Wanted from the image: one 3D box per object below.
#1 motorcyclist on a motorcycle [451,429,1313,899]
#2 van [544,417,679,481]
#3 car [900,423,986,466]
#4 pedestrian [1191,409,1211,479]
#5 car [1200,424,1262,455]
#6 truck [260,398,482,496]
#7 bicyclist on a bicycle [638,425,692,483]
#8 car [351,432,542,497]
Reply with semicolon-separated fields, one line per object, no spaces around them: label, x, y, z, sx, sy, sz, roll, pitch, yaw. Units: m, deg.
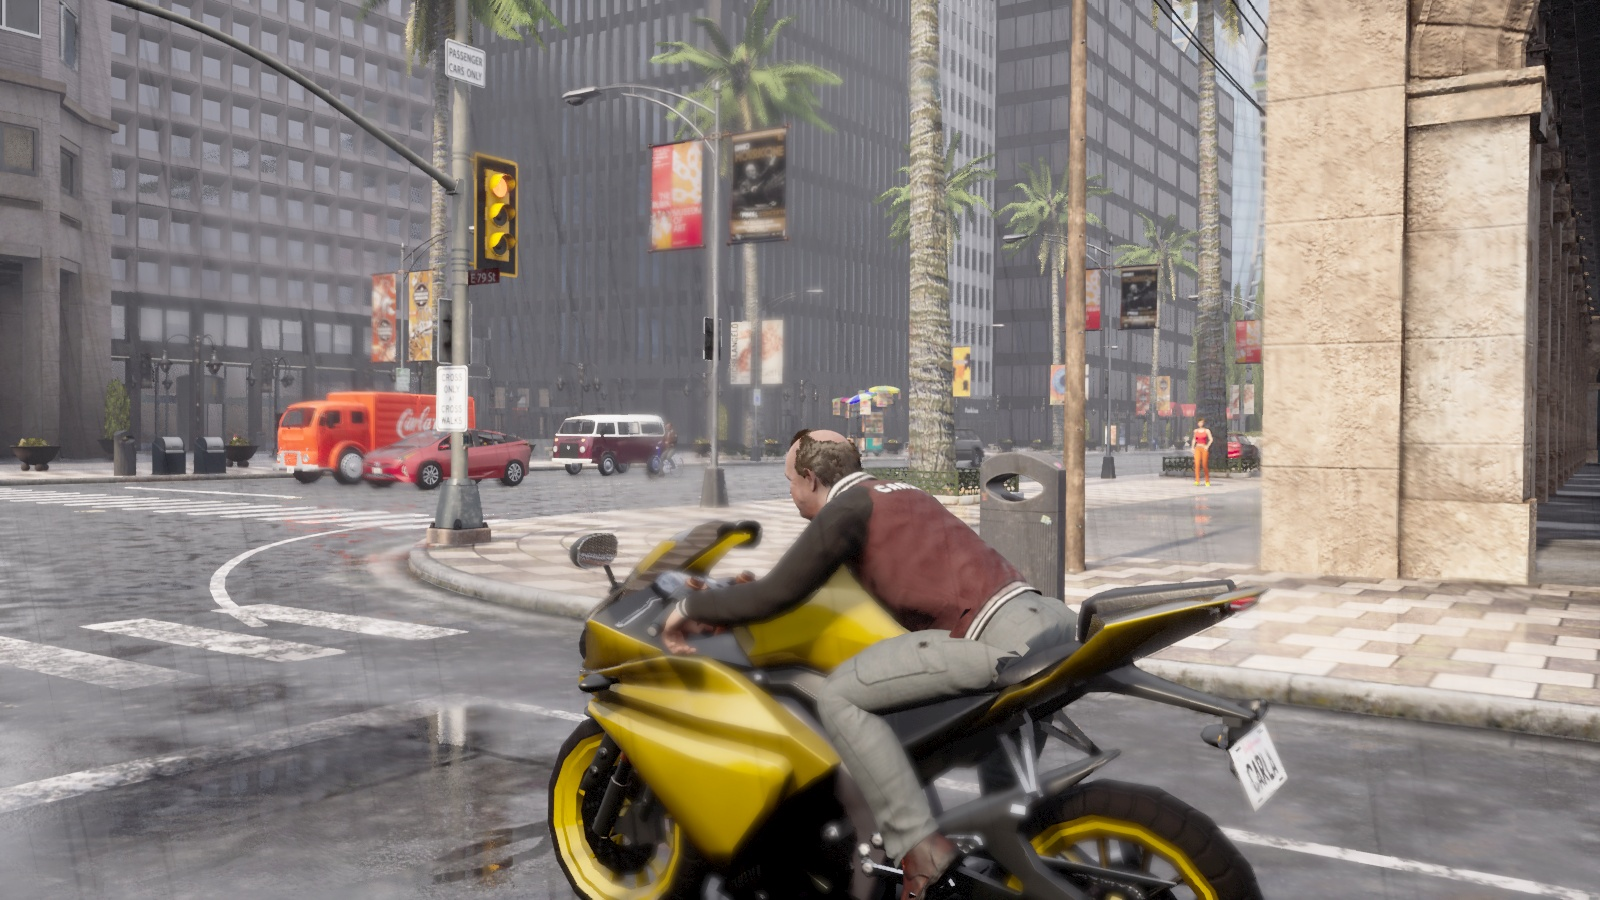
motorcyclist on a motorcycle;0.146;0.718;3.421;2.191;1.530;0.866;0;1;33
van;-6.340;-0.071;42.710;2.069;2.038;4.480;0;1;33
car;6.388;-0.269;55.609;1.932;1.855;4.605;0;1;33
pedestrian;10.540;-0.158;32.997;0.345;1.836;0.594;0;1;33
car;24.149;-0.602;70.211;2.242;1.667;4.611;0;1;33
truck;-11.689;-0.122;34.589;2.627;2.467;5.204;0;1;35
bicyclist on a bicycle;-4.243;0.101;39.534;0.659;1.776;1.843;0;1;33
car;-8.995;0.318;32.343;2.007;1.525;4.514;0;1;33
